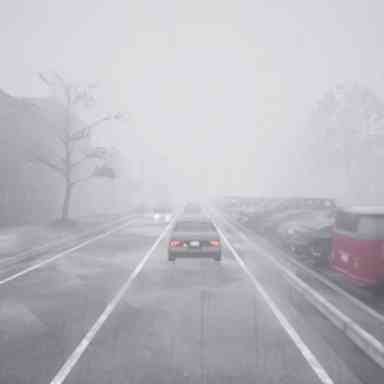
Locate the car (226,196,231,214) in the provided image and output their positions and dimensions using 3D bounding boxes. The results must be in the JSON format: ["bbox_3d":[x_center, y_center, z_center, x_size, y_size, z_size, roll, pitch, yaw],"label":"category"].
[{"bbox_3d":[5.696,1.540,30.366,4.553,1.767,2.185,0,0,0],"label":"car"}]

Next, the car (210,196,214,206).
[{"bbox_3d":[5.829,1.763,49.988,5.366,1.575,1.946,0,0,0],"label":"car"}]

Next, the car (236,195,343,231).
[{"bbox_3d":[5.649,1.356,19.153,5.566,2.045,2.435,0,0,0],"label":"car"}]

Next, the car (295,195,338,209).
[{"bbox_3d":[18.694,1.516,50.227,5.566,2.045,2.435,0,0,0],"label":"car"}]

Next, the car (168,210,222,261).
[{"bbox_3d":[0.095,1.640,12.676,2.033,1.411,5.357,0,0,0],"label":"car"}]

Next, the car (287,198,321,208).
[{"bbox_3d":[18.712,1.802,55.794,5.008,1.535,2.097,0,0,0],"label":"car"}]

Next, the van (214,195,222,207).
[{"bbox_3d":[5.533,1.511,44.382,4.442,1.987,1.878,0,0,0],"label":"van"}]

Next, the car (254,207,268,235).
[{"bbox_3d":[5.677,1.633,16.348,4.674,1.452,2.002,0,0,0],"label":"car"}]

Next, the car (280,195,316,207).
[{"bbox_3d":[18.686,1.570,58.582,5.566,2.045,2.435,0,0,0],"label":"car"}]

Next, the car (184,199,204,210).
[{"bbox_3d":[0.111,1.805,39.747,1.994,1.385,4.181,0,0,0],"label":"car"}]

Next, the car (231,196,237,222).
[{"bbox_3d":[5.646,1.371,21.956,5.566,2.045,2.435,0,0,0],"label":"car"}]

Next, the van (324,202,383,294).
[{"bbox_3d":[5.806,1.324,7.940,4.442,1.987,1.878,0,0,0],"label":"van"}]

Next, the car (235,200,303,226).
[{"bbox_3d":[5.640,1.511,24.759,4.553,1.767,2.185,0,0,0],"label":"car"}]

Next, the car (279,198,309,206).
[{"bbox_3d":[18.740,1.872,61.363,4.792,1.488,2.163,0,0,0],"label":"car"}]

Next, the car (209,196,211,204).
[{"bbox_3d":[5.635,1.782,52.787,5.008,1.535,2.097,0,0,0],"label":"car"}]

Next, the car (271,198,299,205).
[{"bbox_3d":[18.699,1.889,66.933,5.008,1.535,2.097,0,0,0],"label":"car"}]

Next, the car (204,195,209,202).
[{"bbox_3d":[5.657,1.613,64.002,5.566,2.045,2.435,0,0,0],"label":"car"}]

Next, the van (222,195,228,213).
[{"bbox_3d":[5.545,1.454,33.169,4.442,1.987,1.878,0,0,0],"label":"van"}]

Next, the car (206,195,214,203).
[{"bbox_3d":[5.627,1.842,61.193,4.892,1.521,2.231,0,0,0],"label":"car"}]

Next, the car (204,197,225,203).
[{"bbox_3d":[5.625,2.037,83.623,4.892,1.521,2.231,0,-1,0],"label":"car"}]

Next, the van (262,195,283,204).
[{"bbox_3d":[18.814,1.756,78.078,4.442,1.987,1.878,0,-1,0],"label":"van"}]

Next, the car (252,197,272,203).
[{"bbox_3d":[18.707,2.102,89.211,5.008,1.535,2.097,0,-1,0],"label":"car"}]

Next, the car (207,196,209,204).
[{"bbox_3d":[5.605,1.849,58.395,4.792,1.488,2.163,0,0,0],"label":"car"}]

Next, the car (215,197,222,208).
[{"bbox_3d":[5.624,1.752,41.578,4.792,1.488,2.163,0,0,0],"label":"car"}]

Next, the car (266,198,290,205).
[{"bbox_3d":[18.698,1.975,72.504,4.674,1.452,2.002,0,0,0],"label":"car"}]

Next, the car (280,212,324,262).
[{"bbox_3d":[5.680,1.566,10.742,4.892,1.521,2.231,0,0,0],"label":"car"}]

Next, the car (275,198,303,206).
[{"bbox_3d":[18.679,1.895,64.148,4.792,1.488,2.163,0,0,0],"label":"car"}]

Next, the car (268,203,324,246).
[{"bbox_3d":[5.714,1.453,13.546,4.553,1.767,2.185,0,0,0],"label":"car"}]

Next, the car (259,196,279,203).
[{"bbox_3d":[18.667,1.882,80.858,4.553,1.767,2.185,0,-1,0],"label":"car"}]

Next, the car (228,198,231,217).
[{"bbox_3d":[5.637,1.525,27.562,4.553,1.767,2.185,0,0,0],"label":"car"}]

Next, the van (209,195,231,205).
[{"bbox_3d":[5.739,1.685,69.609,4.442,1.987,1.878,0,0,0],"label":"van"}]

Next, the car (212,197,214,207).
[{"bbox_3d":[5.676,1.781,47.184,4.792,1.488,2.163,0,0,0],"label":"car"}]

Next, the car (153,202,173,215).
[{"bbox_3d":[-3.238,1.793,37.438,1.994,1.385,4.181,0,0,0],"label":"car"}]

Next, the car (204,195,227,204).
[{"bbox_3d":[5.646,1.757,80.821,5.566,2.045,2.435,0,-1,0],"label":"car"}]

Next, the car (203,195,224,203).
[{"bbox_3d":[5.651,1.852,89.230,5.566,2.045,2.435,0,-1,0],"label":"car"}]

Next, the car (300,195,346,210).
[{"bbox_3d":[18.698,1.503,47.565,5.566,2.045,2.435,0,0,0],"label":"car"}]

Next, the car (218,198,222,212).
[{"bbox_3d":[5.654,1.694,35.971,5.008,1.535,2.097,0,0,0],"label":"car"}]
